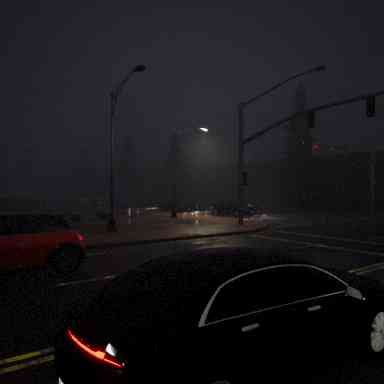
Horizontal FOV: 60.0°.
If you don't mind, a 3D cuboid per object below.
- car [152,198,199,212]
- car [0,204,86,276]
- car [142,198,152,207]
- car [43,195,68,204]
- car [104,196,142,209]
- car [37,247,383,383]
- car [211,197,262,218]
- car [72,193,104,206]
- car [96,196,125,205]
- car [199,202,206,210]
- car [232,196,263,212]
[{"bbox_3d":[-2.015,1.547,38.683,2.033,1.411,5.357,0,0,-39],"label":"car"},{"bbox_3d":[-5.270,1.352,8.832,4.553,1.767,2.097,0,0,-36],"label":"car"},{"bbox_3d":[-7.715,1.564,48.734,4.181,1.385,1.994,0,0,35],"label":"car"},{"bbox_3d":[-26.230,1.352,63.806,4.553,1.767,2.097,0,0,9],"label":"car"},{"bbox_3d":[-9.483,1.526,45.757,4.674,1.442,1.812,0,0,36],"label":"car"},{"bbox_3d":[0.823,1.505,4.384,4.892,1.490,1.837,0,0,-35],"label":"car"},{"bbox_3d":[3.793,1.505,30.861,1.837,1.490,4.892,0,0,-36],"label":"car"},{"bbox_3d":[-16.722,1.221,54.019,5.566,2.045,2.150,0,0,20],"label":"car"},{"bbox_3d":[-14.974,1.478,60.863,5.008,1.535,1.882,0,0,22],"label":"car"},{"bbox_3d":[-0.363,1.505,41.912,1.837,1.490,4.892,0,0,-41],"label":"car"},{"bbox_3d":[5.231,1.352,34.765,2.097,1.767,4.553,0,0,-37],"label":"car"}]
